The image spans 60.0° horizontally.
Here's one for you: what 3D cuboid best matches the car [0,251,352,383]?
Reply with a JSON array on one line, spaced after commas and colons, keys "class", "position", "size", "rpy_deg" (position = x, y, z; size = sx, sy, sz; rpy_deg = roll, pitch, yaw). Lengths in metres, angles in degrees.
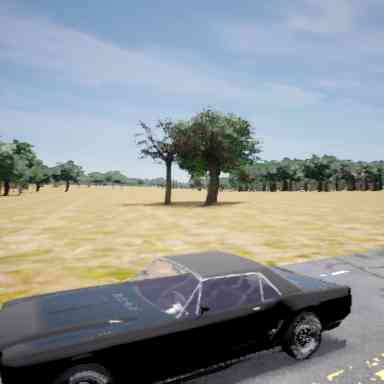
[{"class": "car", "position": [-0.100, 1.585, 4.554], "size": [4.718, 1.301, 1.895], "rpy_deg": [0, 0, -29]}]
